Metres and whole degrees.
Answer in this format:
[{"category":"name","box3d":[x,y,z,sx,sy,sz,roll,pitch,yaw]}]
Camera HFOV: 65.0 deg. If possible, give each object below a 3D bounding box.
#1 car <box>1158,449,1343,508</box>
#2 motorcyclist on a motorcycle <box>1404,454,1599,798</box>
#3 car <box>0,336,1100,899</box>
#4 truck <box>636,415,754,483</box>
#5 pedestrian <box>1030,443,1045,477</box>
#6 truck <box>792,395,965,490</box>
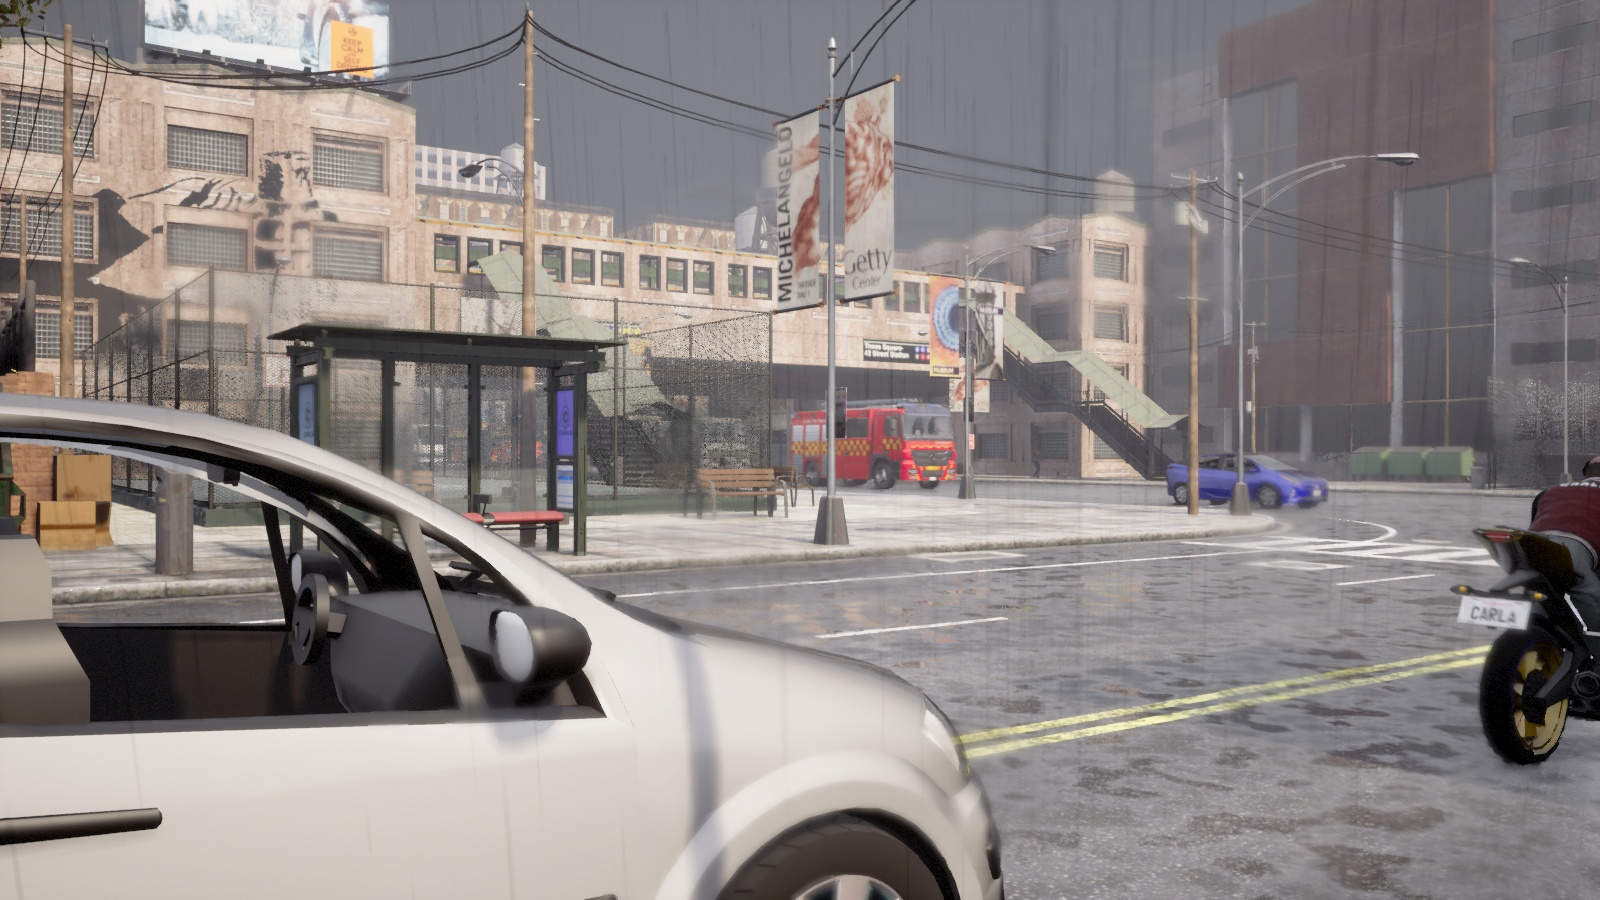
[{"category":"car","box3d":[12.452,0.751,34.981,2.007,1.525,4.514,0,0,-34]},{"category":"motorcyclist on a motorcycle","box3d":[4.185,0.787,6.582,2.191,1.530,0.866,0,0,-35]},{"category":"car","box3d":[-1.441,0.653,2.657,3.988,1.617,1.851,0,0,-35]},{"category":"truck","box3d":[-5.814,-0.059,67.937,2.891,3.462,7.936,0,0,-34]},{"category":"pedestrian","box3d":[12.553,0.537,66.440,0.328,1.805,0.869,0,0,-23]},{"category":"truck","box3d":[3.244,-0.293,54.625,2.891,3.827,8.468,0,0,-34]}]
